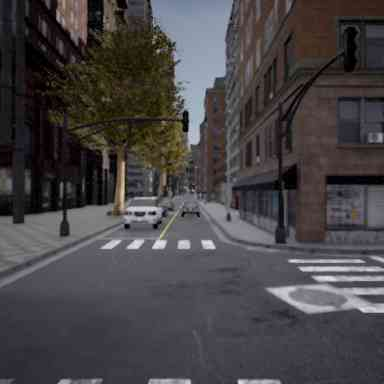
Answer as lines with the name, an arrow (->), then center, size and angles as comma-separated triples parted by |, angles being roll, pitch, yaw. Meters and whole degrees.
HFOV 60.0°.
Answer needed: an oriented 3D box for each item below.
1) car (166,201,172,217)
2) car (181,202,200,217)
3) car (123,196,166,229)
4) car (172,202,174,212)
car -> -3.333, 1.777, 33.027 | 1.895, 1.301, 4.718 | 0, 0, -1
car -> -0.153, 1.738, 34.379 | 2.033, 1.411, 5.357 | 0, 0, 0
car -> -3.257, 1.343, 23.155 | 2.150, 2.045, 5.566 | 0, 0, -1
car -> -3.335, 1.796, 43.104 | 1.994, 1.385, 4.181 | 0, 0, 0
